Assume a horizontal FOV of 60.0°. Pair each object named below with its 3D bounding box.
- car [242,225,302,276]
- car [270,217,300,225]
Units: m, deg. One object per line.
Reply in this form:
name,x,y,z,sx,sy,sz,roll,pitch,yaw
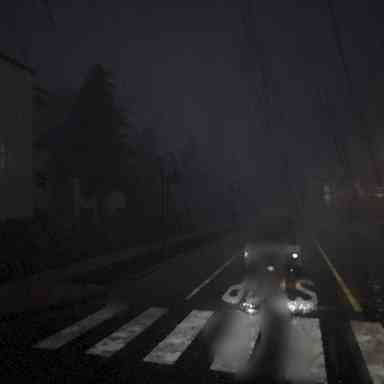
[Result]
car,3.056,2.121,12.312,1.895,1.301,4.718,-3,-3,17
car,6.711,2.534,24.032,2.033,1.411,5.357,-3,-3,17
